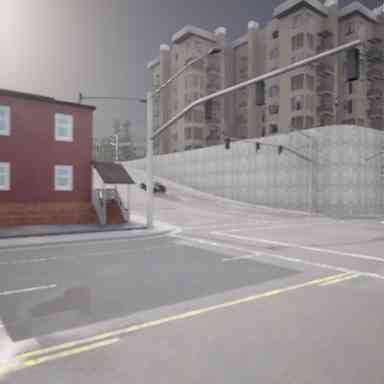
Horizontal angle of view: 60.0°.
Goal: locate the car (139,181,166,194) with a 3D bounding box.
[{"bbox_3d":[-5.189,-0.757,43.766,2.128,1.511,4.902,0,11,-36],"label":"car"}]
